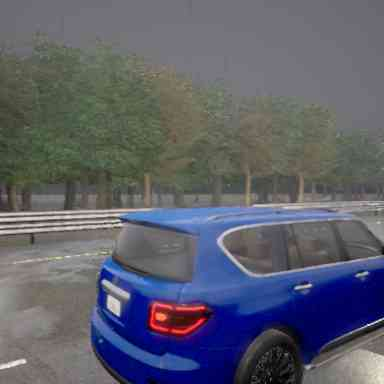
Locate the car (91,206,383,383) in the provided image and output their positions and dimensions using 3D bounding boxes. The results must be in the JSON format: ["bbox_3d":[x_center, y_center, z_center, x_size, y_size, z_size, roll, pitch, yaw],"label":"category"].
[{"bbox_3d":[1.406,1.223,4.875,5.566,2.045,2.150,0,0,-36],"label":"car"}]
